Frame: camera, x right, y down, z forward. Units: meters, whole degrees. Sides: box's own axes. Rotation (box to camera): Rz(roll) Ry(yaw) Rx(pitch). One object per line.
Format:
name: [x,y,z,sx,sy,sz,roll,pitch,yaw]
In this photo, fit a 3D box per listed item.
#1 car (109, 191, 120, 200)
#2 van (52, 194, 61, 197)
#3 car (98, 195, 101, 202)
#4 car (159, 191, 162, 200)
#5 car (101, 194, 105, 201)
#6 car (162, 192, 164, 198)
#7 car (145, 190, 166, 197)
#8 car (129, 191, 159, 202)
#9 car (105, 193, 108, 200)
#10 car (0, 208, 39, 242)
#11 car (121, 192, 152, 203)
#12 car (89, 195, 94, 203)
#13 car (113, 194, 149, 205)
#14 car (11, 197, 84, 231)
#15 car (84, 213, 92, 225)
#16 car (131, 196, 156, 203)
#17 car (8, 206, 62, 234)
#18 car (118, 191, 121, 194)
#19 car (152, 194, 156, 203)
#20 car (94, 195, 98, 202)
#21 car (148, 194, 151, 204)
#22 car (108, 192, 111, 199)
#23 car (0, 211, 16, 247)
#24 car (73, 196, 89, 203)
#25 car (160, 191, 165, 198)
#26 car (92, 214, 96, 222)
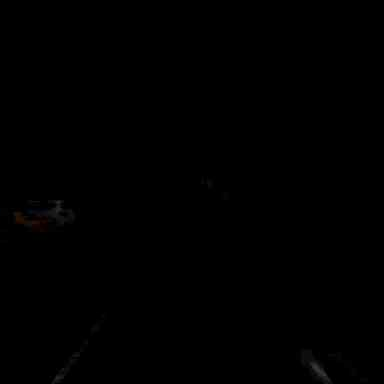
car: [-22.971,1.254,89.599,5.366,1.575,1.946,0,1,0]
van: [-23.197,1.288,56.257,4.442,1.987,1.878,1,0,0]
car: [-23.211,1.583,72.869,4.792,1.488,2.163,0,0,0]
car: [-10.101,1.364,78.564,4.553,1.767,2.185,0,1,0]
car: [-23.221,1.525,75.660,5.008,1.535,2.097,0,1,0]
car: [-10.133,1.419,84.141,4.792,1.488,2.163,0,1,0]
car: [-10.108,1.130,89.704,4.553,1.767,2.185,0,2,0]
car: [-10.216,1.324,67.416,5.566,2.045,2.435,0,0,0]
car: [-23.207,1.489,78.450,5.008,1.535,2.097,0,1,0]
car: [-10.156,1.684,15.351,4.892,1.521,2.231,0,-1,0]
car: [-10.247,1.432,61.844,4.553,1.767,2.185,0,0,0]
car: [-23.453,1.570,67.419,5.366,1.575,1.946,0,0,0]
car: [-10.214,1.545,56.273,4.792,1.488,2.163,0,0,0]
car: [-10.155,1.516,20.907,5.566,2.045,2.435,0,-1,0]
car: [-10.121,1.809,23.679,5.008,1.535,2.097,0,-1,0]
car: [-10.167,1.572,70.206,4.892,1.521,2.231,0,0,0]
car: [-10.324,1.722,18.128,5.366,1.575,1.946,0,-1,0]
car: [-23.148,1.178,92.389,5.008,1.535,2.097,0,2,0]
car: [-10.196,1.571,64.622,5.008,1.535,2.097,0,0,0]
car: [-23.439,1.565,70.214,5.366,1.575,1.946,0,0,0]
car: [-10.259,1.566,59.057,4.792,1.488,2.163,0,0,0]
car: [-23.192,1.443,81.368,4.892,1.521,2.231,0,1,0]
car: [-9.976,1.638,12.575,5.366,1.575,1.946,0,-1,0]
car: [-23.310,1.598,64.626,4.792,1.488,2.163,0,0,0]
car: [-10.121,1.202,86.925,4.553,1.767,2.185,0,1,0]
car: [-10.074,1.881,26.454,4.792,1.488,2.163,0,-1,0]
